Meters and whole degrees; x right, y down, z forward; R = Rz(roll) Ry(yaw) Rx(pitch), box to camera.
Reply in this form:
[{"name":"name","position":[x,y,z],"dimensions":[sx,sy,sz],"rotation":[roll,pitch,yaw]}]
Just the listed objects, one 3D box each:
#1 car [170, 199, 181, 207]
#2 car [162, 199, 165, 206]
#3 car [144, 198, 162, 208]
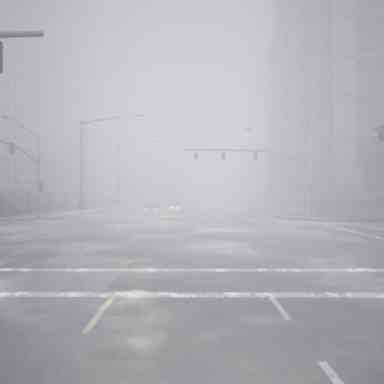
[{"name":"car","position":[-3.265,2.122,66.744],"dimensions":[2.128,1.511,4.902],"rotation":[0,-1,1]},{"name":"car","position":[-6.690,2.151,70.490],"dimensions":[2.033,1.411,5.357],"rotation":[0,-1,1]},{"name":"car","position":[-6.898,1.856,57.263],"dimensions":[2.097,1.767,4.553],"rotation":[0,-1,1]}]
